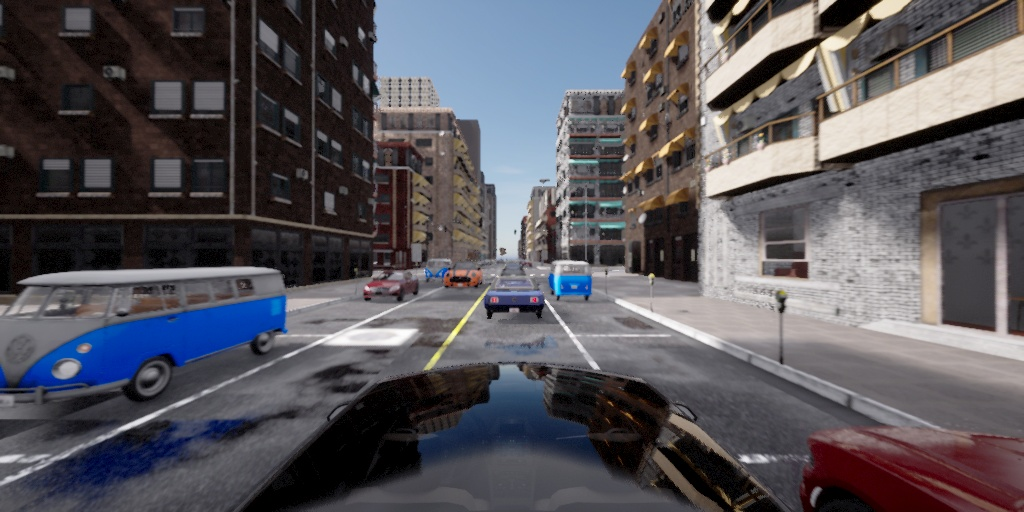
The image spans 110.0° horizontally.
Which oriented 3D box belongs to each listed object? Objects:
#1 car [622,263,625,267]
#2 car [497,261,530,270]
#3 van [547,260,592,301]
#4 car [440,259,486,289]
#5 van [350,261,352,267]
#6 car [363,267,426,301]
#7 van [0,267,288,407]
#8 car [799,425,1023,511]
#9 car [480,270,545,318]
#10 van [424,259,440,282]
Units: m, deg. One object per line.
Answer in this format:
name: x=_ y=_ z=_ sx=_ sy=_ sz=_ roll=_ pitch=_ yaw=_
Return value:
car: x=18.290 y=1.084 z=52.085 sx=4.313 sy=1.339 sz=1.948 roll=0 pitch=0 yaw=0
car: x=0.089 y=1.349 z=27.654 sx=1.994 sy=1.385 sz=4.181 roll=0 pitch=0 yaw=0
van: x=2.697 y=1.112 z=17.362 sx=1.690 sy=1.789 sz=3.998 roll=0 pitch=0 yaw=0
car: x=-3.075 y=1.132 z=23.554 sx=2.097 sy=1.767 sz=4.553 roll=0 pitch=0 yaw=0
van: x=-25.347 y=1.568 z=51.896 sx=3.998 sy=1.789 sz=1.690 roll=0 pitch=0 yaw=0
car: x=-5.684 y=1.353 z=17.369 sx=1.802 sy=1.307 sz=4.207 roll=0 pitch=0 yaw=0
van: x=-5.689 y=1.096 z=6.097 sx=1.690 sy=1.789 sz=3.998 roll=0 pitch=0 yaw=0
car: x=2.688 y=1.294 z=0.453 sx=1.888 sy=1.381 sz=4.507 roll=0 pitch=0 yaw=0
car: x=0.085 y=1.366 z=13.089 sx=1.895 sy=1.301 sz=4.718 roll=0 pitch=0 yaw=0
van: x=-5.792 y=1.127 z=28.638 sx=1.690 sy=1.789 sz=3.998 roll=0 pitch=0 yaw=0
